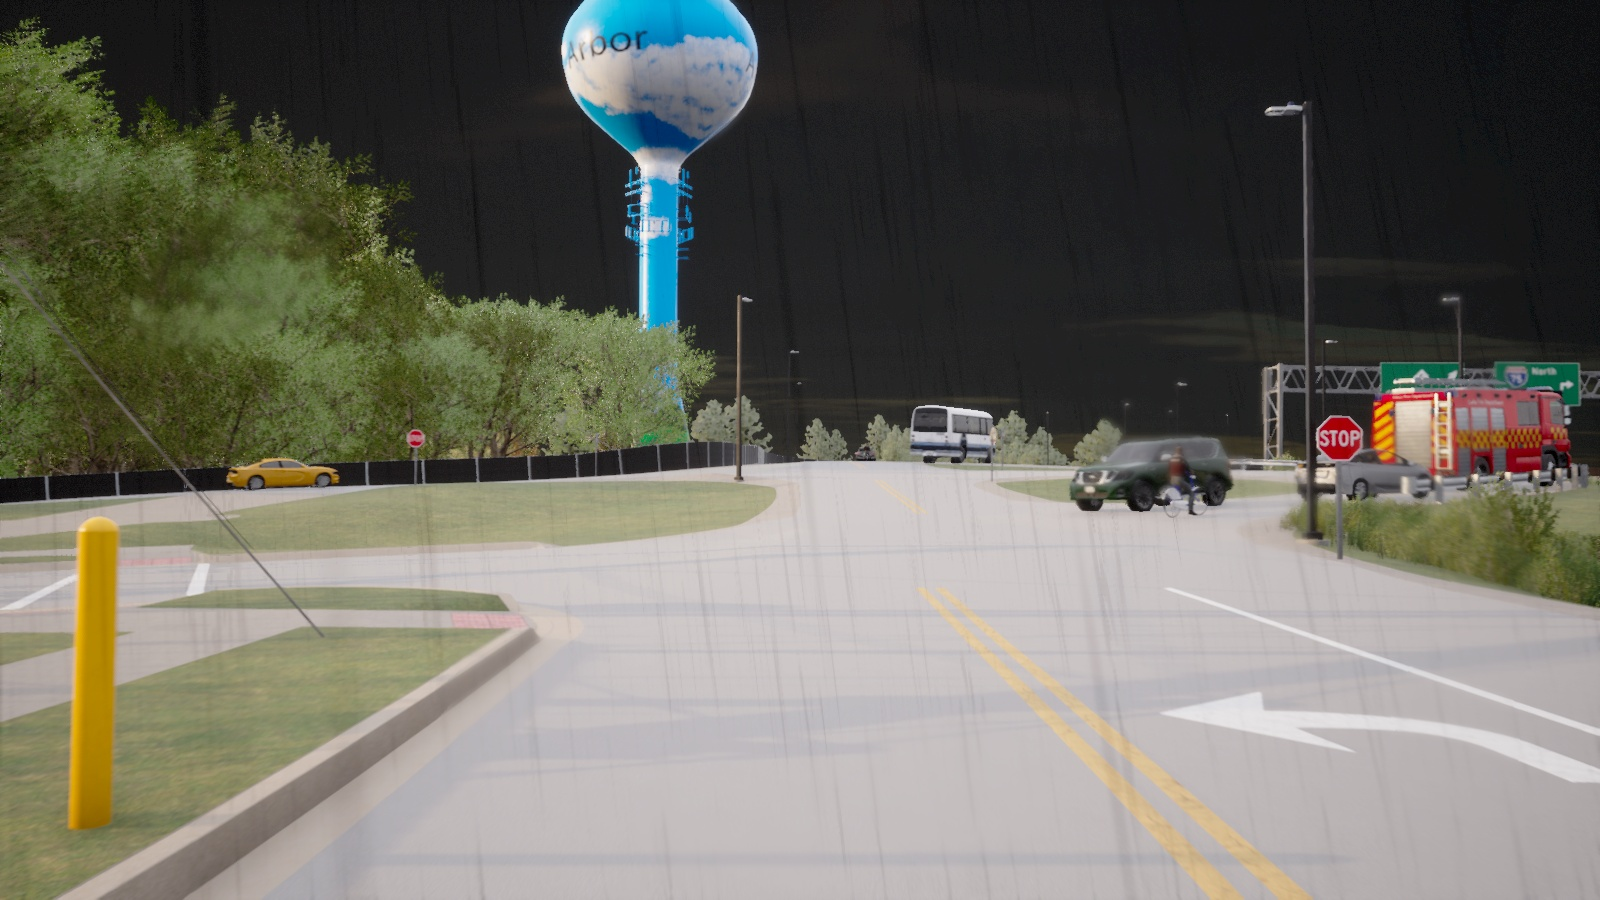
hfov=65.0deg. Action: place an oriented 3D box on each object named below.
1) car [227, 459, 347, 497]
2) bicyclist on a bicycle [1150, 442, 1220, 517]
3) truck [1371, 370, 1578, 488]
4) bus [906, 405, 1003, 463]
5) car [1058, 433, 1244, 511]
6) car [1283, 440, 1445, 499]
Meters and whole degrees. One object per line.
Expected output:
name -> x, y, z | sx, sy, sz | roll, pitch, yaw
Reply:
car -> -24.753, 1.326, 60.665 | 5.008, 1.535, 1.882 | -2, 1, -34
bicyclist on a bicycle -> 9.658, 0.722, 31.442 | 1.843, 1.776, 0.659 | -2, -1, -38
truck -> 23.793, -0.743, 44.119 | 8.468, 3.827, 2.891 | -2, 0, -36
bus -> 12.169, -1.155, 97.846 | 3.944, 4.253, 10.273 | 1, 0, 28
car -> 10.376, 0.625, 36.926 | 5.566, 2.045, 2.150 | -2, -1, -36
car -> 16.564, 0.572, 36.842 | 4.514, 1.525, 2.007 | -2, -1, -30
